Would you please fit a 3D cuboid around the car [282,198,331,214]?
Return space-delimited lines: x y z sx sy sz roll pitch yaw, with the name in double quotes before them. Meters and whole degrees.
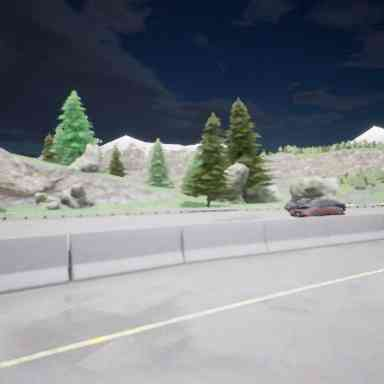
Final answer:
"car" 11.865 1.374 34.532 4.892 1.490 1.837 0 0 -25

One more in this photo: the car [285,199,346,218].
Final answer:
"car" 9.690 1.466 25.726 4.181 1.385 1.994 0 0 -27
